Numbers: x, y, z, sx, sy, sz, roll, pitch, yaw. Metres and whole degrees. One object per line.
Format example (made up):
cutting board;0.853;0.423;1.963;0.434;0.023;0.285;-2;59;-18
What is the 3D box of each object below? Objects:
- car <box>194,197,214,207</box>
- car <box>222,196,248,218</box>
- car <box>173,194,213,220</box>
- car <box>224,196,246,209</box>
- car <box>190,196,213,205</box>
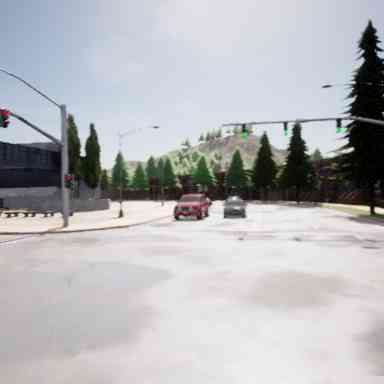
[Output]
car;1.788;1.492;50.623;2.033;1.411;5.357;-1;0;-9
car;3.800;1.415;29.023;1.837;1.490;4.892;-1;1;11
car;0.048;1.209;28.030;2.150;2.045;5.566;-1;0;13
car;5.723;1.358;44.559;2.128;1.511;4.902;-1;0;-2
car;1.779;1.541;62.212;2.033;1.411;5.357;-1;0;-26
